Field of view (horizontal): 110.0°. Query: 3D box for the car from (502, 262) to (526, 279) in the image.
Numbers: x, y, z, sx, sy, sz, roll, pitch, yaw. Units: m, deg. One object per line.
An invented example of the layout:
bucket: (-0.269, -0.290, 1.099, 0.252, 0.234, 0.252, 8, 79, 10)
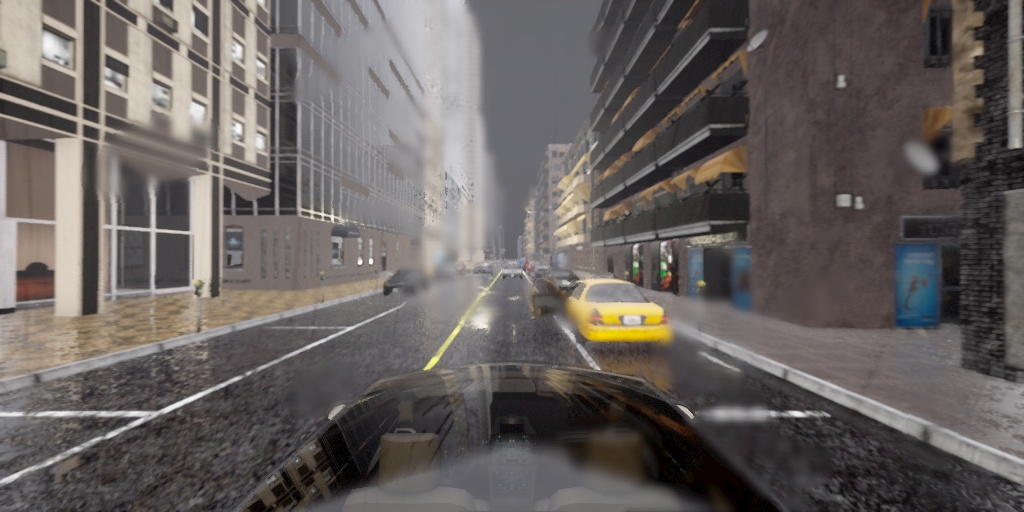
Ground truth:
car: (0.073, 1.463, 34.262, 1.895, 1.301, 4.718, 0, 0, 0)

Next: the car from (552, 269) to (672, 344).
car: (2.354, 1.232, 9.576, 1.801, 1.575, 5.366, 0, 0, 0)

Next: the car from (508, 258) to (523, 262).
car: (0.047, 1.413, 49.547, 2.128, 1.511, 4.902, 0, 0, 1)

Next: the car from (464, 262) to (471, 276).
car: (-5.679, 1.312, 36.917, 1.967, 1.591, 4.097, 0, 0, 0)

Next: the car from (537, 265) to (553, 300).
car: (2.697, 1.377, 19.969, 1.948, 1.339, 4.313, 0, 0, 0)

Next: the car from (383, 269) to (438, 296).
car: (-5.684, 1.376, 19.971, 1.948, 1.339, 4.313, 0, 0, 0)

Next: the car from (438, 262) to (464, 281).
car: (-5.680, 1.401, 31.268, 2.007, 1.370, 4.403, 0, 0, 0)

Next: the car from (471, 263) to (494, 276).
car: (-3.060, 1.447, 39.755, 1.994, 1.385, 4.181, 0, 0, 0)

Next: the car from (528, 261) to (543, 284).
car: (2.700, 1.402, 31.266, 2.007, 1.370, 4.403, 0, 0, 0)

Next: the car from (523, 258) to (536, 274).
car: (2.703, 1.334, 42.562, 1.967, 1.591, 4.097, 0, 0, 0)
